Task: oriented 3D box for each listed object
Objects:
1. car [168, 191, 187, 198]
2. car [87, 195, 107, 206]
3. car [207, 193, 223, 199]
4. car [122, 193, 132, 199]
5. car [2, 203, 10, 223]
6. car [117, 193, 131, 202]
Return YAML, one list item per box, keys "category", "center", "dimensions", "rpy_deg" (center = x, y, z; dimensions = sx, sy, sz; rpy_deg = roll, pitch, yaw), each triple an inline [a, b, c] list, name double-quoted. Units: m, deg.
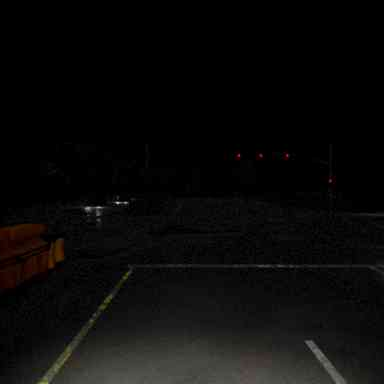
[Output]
- category: "car"
  center: [-4.171, 0.799, 95.212]
  dimensions: [2.150, 2.045, 5.566]
  rpy_deg: [0, 0, -22]
- category: "car"
  center: [-14.039, 1.299, 49.307]
  dimensions: [1.837, 1.490, 4.892]
  rpy_deg: [0, 0, 0]
- category: "car"
  center: [6.998, 1.122, 94.647]
  dimensions: [2.033, 1.411, 5.357]
  rpy_deg: [0, 0, -18]
- category: "car"
  center: [-18.186, 1.111, 92.853]
  dimensions: [2.128, 1.511, 4.902]
  rpy_deg: [0, 0, -18]
- category: "car"
  center: [-14.074, 1.275, 21.837]
  dimensions: [2.097, 1.767, 4.553]
  rpy_deg: [0, 0, 0]
- category: "car"
  center: [-13.923, 1.059, 68.019]
  dimensions: [2.097, 1.767, 4.553]
  rpy_deg: [0, 0, 0]
